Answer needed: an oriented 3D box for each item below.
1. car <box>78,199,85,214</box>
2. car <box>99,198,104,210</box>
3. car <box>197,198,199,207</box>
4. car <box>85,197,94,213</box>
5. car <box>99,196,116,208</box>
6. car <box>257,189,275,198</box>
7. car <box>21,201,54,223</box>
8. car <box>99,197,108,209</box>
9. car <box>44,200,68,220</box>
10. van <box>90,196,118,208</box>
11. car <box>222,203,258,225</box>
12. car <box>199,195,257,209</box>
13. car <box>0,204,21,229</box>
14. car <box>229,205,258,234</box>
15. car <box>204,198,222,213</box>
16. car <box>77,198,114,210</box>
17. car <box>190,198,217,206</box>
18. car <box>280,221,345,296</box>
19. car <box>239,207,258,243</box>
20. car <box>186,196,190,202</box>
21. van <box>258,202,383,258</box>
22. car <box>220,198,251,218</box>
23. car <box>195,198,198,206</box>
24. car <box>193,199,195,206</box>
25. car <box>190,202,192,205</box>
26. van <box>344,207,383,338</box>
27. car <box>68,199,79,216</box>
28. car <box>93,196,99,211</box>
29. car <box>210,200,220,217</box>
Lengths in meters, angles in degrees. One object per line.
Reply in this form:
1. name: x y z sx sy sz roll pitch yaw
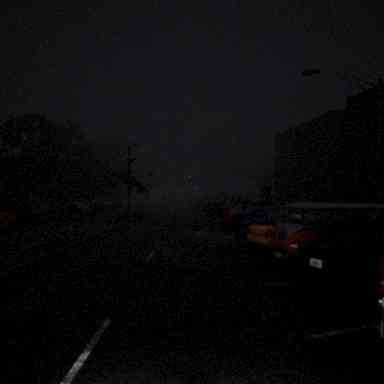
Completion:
1. car: -14.061 1.626 35.157 4.553 1.767 2.185 -1 -1 -22
2. car: -14.517 1.854 44.034 4.674 1.452 2.002 -1 0 -23
3. car: 3.615 1.829 46.976 4.674 1.452 2.002 1 0 -24
4. car: -14.345 1.771 38.047 5.366 1.575 1.946 -1 0 -23
5. car: -14.773 1.851 50.023 5.366 1.575 1.946 -1 -1 -24
6. car: 16.915 0.707 77.208 2.002 1.452 4.674 -6 3 -31
7. car: -13.723 1.718 26.269 4.792 1.488 2.163 -1 0 -21
8. car: -14.719 1.875 46.988 4.674 1.452 2.002 -1 0 -24
9. car: -13.760 1.738 29.263 4.792 1.488 2.163 -1 -1 -22
10. van: -15.593 1.692 58.846 4.442 1.987 1.878 -1 -1 -25
11. car: 4.665 1.616 19.810 4.892 1.521 2.231 1 -1 -21
12. car: 4.109 1.479 37.914 5.566 2.045 2.435 1 0 -23
13. car: -13.548 1.647 20.361 5.008 1.535 2.097 -1 0 -21
14. car: 4.722 1.595 16.791 5.008 1.535 2.097 1 0 -21
15. car: 4.272 1.711 34.909 5.008 1.535 2.097 1 0 -23
16. car: -15.342 1.876 52.817 5.366 1.575 1.946 -1 0 -24
17. car: 2.281 1.941 65.010 4.792 1.488 2.163 1 -1 -26
18. car: 4.782 1.566 7.765 4.792 1.488 2.163 1 -1 -20
19. car: 4.907 1.576 13.848 5.366 1.575 1.946 1 -1 -20
20. car: 2.227 1.880 61.950 5.366 1.575 1.946 1 0 -26
21. van: 4.643 1.328 10.722 4.442 1.987 1.878 1 0 -20
22. car: 4.606 1.508 22.830 4.553 1.767 2.185 1 -1 -21
23. car: 3.400 1.848 49.993 4.674 1.452 2.002 1 -1 -24
24. car: 3.187 1.829 53.004 4.892 1.521 2.231 1 0 -25
25. car: 2.705 1.741 59.036 4.553 1.767 2.185 1 0 -25
26. van: 4.653 1.288 4.698 4.442 1.987 1.878 1 0 -20
27. car: -13.892 1.730 32.206 5.008 1.535 2.097 -1 0 -22
28. car: -14.312 1.667 41.090 4.553 1.767 2.185 -1 0 -23
29. car: 4.478 1.672 28.875 5.008 1.535 2.097 1 -1 -22
